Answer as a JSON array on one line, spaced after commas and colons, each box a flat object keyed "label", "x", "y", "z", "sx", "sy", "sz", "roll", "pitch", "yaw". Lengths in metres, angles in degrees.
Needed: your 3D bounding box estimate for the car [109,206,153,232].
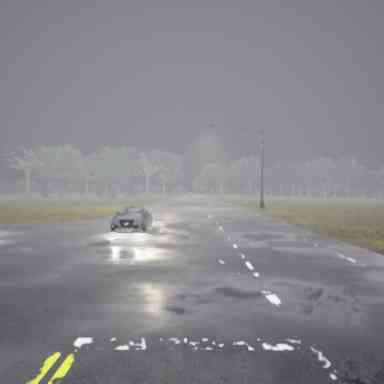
[{"label": "car", "x": -3.487, "y": 1.535, "z": 19.679, "sx": 1.994, "sy": 1.385, "sz": 4.181, "roll": 0, "pitch": -1, "yaw": 0}]
